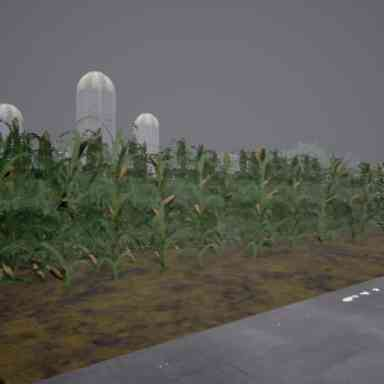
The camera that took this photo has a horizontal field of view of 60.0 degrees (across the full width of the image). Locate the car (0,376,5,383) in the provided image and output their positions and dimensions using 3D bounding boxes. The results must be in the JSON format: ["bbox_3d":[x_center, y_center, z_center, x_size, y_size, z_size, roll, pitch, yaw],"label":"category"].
[{"bbox_3d":[-2.832,1.563,1.047,4.181,1.385,1.994,0,0,-36],"label":"car"}]
